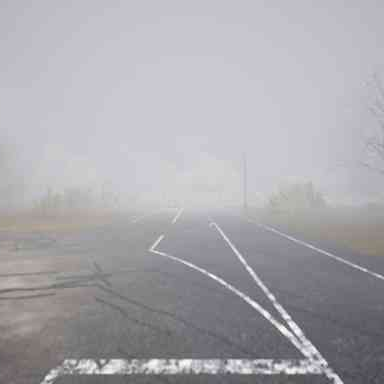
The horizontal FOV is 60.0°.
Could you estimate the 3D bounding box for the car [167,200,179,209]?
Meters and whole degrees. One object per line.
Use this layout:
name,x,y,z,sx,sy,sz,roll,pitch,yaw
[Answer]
car,-3.360,2.208,58.611,2.128,1.511,4.902,0,-1,0
